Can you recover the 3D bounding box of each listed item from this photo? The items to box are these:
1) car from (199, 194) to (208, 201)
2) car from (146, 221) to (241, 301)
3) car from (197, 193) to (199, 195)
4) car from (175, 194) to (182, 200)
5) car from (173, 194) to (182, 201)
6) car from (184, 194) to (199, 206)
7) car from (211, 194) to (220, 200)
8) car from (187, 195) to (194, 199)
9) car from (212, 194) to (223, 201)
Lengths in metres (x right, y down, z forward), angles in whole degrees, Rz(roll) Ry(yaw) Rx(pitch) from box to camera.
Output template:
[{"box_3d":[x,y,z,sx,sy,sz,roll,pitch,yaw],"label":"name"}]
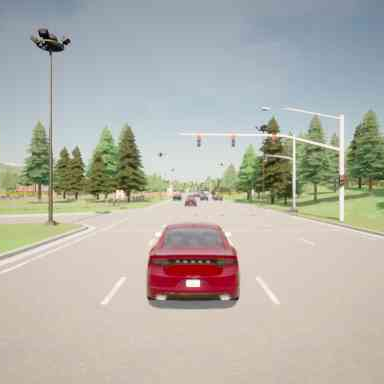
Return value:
[{"box_3d":[3.175,1.505,84.043,1.812,1.442,4.674,0,0,0],"label":"car"},{"box_3d":[0.031,1.476,8.398,1.882,1.535,5.008,0,0,0],"label":"car"},{"box_3d":[3.136,1.344,94.046,2.128,1.511,4.902,0,0,0],"label":"car"},{"box_3d":[-3.864,1.297,94.019,1.882,1.535,5.008,0,0,0],"label":"car"},{"box_3d":[-3.824,1.458,83.599,1.882,1.535,5.008,0,0,0],"label":"car"},{"box_3d":[-0.204,1.518,53.000,1.812,1.442,4.674,0,0,0],"label":"car"},{"box_3d":[6.636,1.359,94.060,2.033,1.411,5.357,0,0,0],"label":"car"},{"box_3d":[-0.364,1.414,94.062,1.895,1.301,4.718,0,0,0],"label":"car"},{"box_3d":[6.676,1.505,83.640,2.128,1.511,4.902,0,0,0],"label":"car"}]
